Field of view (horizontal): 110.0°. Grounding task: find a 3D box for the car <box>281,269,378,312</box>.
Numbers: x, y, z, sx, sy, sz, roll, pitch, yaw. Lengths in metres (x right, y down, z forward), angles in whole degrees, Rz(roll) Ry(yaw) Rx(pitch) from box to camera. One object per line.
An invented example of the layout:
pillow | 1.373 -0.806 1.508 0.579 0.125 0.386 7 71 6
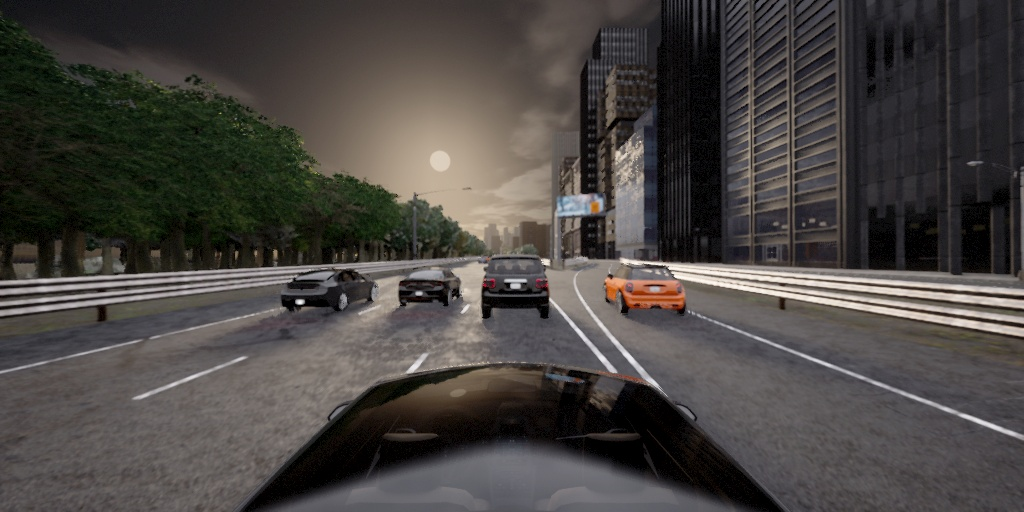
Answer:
car | -6.895 1.242 14.091 1.837 1.490 4.892 0 0 0

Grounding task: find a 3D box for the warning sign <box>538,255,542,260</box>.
warning sign | 4.583 0.726 61.595 1.300 1.860 1.060 0 0 0

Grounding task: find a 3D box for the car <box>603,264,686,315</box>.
car | 4.820 1.087 13.684 2.097 1.767 4.553 0 0 6

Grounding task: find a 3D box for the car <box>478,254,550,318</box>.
car | 0.107 0.959 13.092 2.150 2.045 5.566 0 0 0

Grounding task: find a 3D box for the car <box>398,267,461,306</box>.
car | -3.393 1.213 15.567 1.882 1.535 5.008 0 0 0
